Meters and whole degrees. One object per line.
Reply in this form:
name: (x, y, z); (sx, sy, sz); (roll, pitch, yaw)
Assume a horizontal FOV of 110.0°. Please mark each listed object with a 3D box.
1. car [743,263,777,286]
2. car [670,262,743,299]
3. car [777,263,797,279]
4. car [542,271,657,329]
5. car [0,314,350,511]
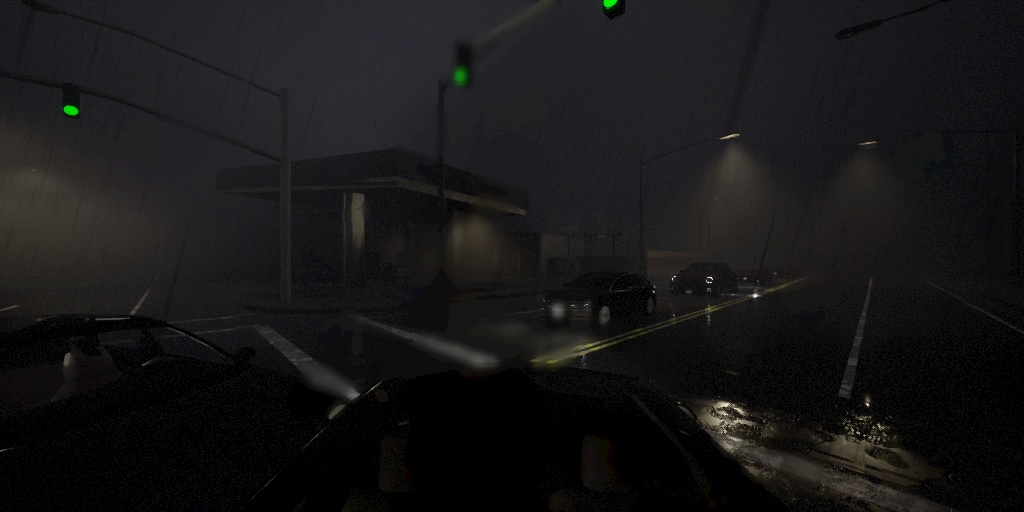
car: (16.863, 1.314, 25.211); (1.994, 1.385, 4.181); (0, 0, 45)
car: (9.877, 1.102, 18.360); (4.553, 1.767, 2.097); (0, 0, -44)
car: (24.057, 1.314, 32.203); (4.181, 1.385, 1.994); (0, 0, -44)
car: (2.980, 1.255, 11.573); (4.892, 1.490, 1.837); (0, 0, -45)
car: (-3.399, 1.242, 2.610); (4.902, 1.511, 2.128); (0, 0, 15)
